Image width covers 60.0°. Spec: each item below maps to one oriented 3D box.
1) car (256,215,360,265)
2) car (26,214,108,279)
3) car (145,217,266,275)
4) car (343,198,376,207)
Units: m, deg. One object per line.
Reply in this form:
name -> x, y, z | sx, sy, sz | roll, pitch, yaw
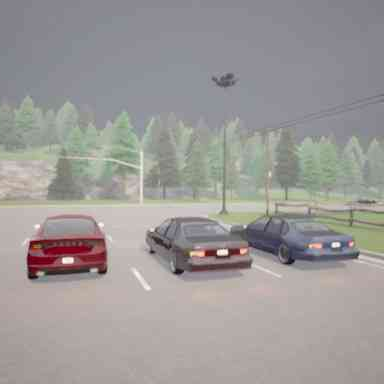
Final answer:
car -> 3.172, 1.506, 11.644 | 2.033, 1.411, 5.357 | 0, 0, -20
car -> -3.647, 1.392, 9.931 | 1.882, 1.535, 5.008 | 0, 0, -19
car -> -0.104, 1.487, 10.403 | 2.033, 1.411, 5.357 | 0, 0, -20
car -> 24.844, 1.515, 49.519 | 4.718, 1.301, 1.895 | 0, 0, -19
